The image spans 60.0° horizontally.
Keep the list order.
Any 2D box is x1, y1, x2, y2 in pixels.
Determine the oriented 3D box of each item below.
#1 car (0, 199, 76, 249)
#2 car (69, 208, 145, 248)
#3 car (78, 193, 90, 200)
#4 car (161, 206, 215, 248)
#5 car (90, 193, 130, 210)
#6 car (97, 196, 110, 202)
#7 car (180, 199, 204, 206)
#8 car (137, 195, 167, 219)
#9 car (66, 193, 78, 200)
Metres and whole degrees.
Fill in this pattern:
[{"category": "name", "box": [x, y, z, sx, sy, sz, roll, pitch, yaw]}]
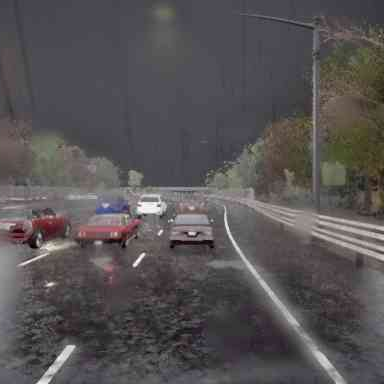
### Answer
[{"category": "car", "box": [-7.000, 1.366, 14.621, 2.097, 1.767, 4.553, 0, 0, 0]}, {"category": "car", "box": [-3.500, 1.616, 14.681, 1.895, 1.301, 4.718, 0, 0, 0]}, {"category": "car", "box": [-24.500, 1.283, 78.839, 2.150, 2.045, 5.566, 0, 0, 0]}, {"category": "car", "box": [0.000, 1.563, 14.651, 2.033, 1.411, 5.357, 0, 0, 0]}, {"category": "car", "box": [-7.000, 1.267, 29.682, 2.150, 2.045, 5.566, 0, 0, 0]}, {"category": "car", "box": [-21.000, 1.583, 78.869, 1.812, 1.442, 4.674, 0, 0, 0]}, {"category": "car", "box": [0.000, 1.375, 29.621, 2.097, 1.767, 4.553, 0, 0, 0]}, {"category": "car", "box": [-3.500, 1.267, 29.682, 2.150, 2.045, 5.566, 0, 0, 0]}, {"category": "car", "box": [-28.000, 1.283, 78.839, 2.150, 2.045, 5.566, 0, 0, 0]}]
